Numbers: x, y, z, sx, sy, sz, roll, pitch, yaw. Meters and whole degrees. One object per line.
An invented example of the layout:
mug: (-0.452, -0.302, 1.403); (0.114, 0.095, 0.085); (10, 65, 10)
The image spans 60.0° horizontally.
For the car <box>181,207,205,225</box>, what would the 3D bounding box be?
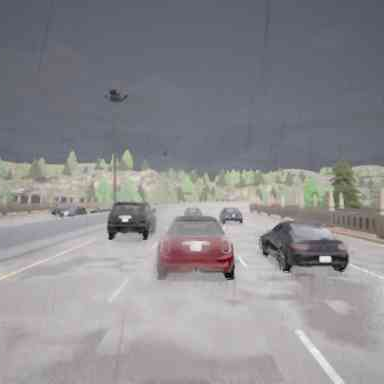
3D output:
car: (0.109, 2.160, 31.229); (2.033, 1.411, 5.357); (0, -1, 0)

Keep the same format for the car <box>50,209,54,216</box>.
car: (-17.500, 2.483, 45.749); (2.033, 1.411, 5.357); (0, -1, 1)

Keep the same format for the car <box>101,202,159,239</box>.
car: (-3.394, 1.576, 19.554); (2.150, 2.045, 5.566); (0, -1, 0)

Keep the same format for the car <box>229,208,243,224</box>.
car: (3.614, 2.160, 31.198); (2.033, 1.411, 5.357); (0, -1, 0)

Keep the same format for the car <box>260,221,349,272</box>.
car: (3.603, 1.697, 11.288); (1.812, 1.442, 4.674); (0, -1, 0)

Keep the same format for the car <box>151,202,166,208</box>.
car: (-7.942, 3.025, 80.219); (1.994, 1.385, 4.181); (-1, -1, 19)

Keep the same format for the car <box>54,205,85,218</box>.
car: (-14.047, 2.290, 39.628); (2.128, 1.511, 4.902); (0, -1, 0)

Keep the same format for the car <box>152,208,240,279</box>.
car: (0.103, 1.510, 10.708); (2.097, 1.767, 4.553); (0, -1, 0)

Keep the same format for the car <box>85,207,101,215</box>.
car: (-10.571, 2.385, 38.978); (1.895, 1.301, 4.718); (0, -1, 0)
